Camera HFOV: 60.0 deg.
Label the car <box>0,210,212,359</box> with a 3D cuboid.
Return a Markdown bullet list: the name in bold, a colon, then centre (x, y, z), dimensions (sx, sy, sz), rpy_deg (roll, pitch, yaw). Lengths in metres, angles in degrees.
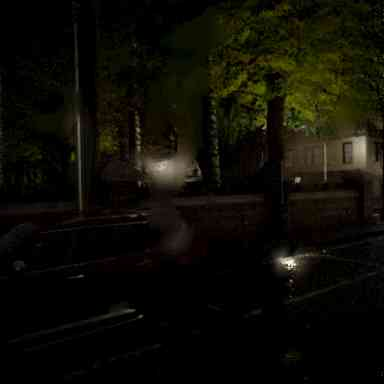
- **car**: centre (-1.970, 1.285, 5.129), dimensions (5.009, 1.841, 2.192), rpy_deg (-2, 1, -36)
